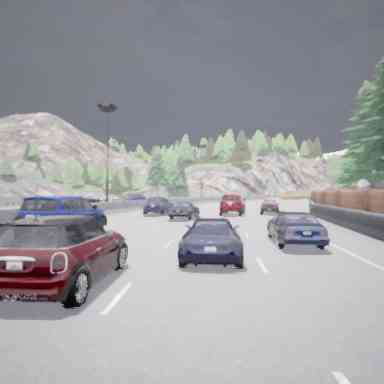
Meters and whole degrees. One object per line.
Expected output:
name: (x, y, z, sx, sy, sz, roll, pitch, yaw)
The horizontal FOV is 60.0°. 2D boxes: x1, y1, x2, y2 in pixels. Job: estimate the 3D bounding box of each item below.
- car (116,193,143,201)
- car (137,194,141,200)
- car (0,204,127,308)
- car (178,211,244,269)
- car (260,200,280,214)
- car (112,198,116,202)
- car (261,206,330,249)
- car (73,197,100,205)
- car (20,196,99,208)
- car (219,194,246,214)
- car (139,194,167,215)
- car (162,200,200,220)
car: (-10.332, 1.131, 58.267, 2.150, 2.045, 5.566, 0, 0, 21)
car: (-6.975, 1.526, 57.252, 1.895, 1.301, 4.718, 0, 0, 21)
car: (-3.054, 1.332, 8.059, 2.097, 1.767, 4.553, 0, 0, 3)
car: (0.674, 1.558, 11.264, 1.994, 1.385, 4.181, 0, 0, 5)
car: (8.209, 1.533, 35.080, 1.812, 1.442, 4.674, 0, 0, 14)
car: (-12.838, 1.248, 61.477, 2.097, 1.767, 4.553, 0, 0, 21)
car: (4.465, 1.555, 14.663, 2.033, 1.411, 5.357, 0, 0, 6)
car: (-18.105, 1.478, 57.343, 1.895, 1.301, 4.718, 0, 0, 20)
car: (-5.942, 1.183, 15.745, 2.150, 2.045, 5.566, 0, 0, 6)
car: (4.063, 1.213, 32.971, 2.150, 2.045, 5.566, 0, 0, 13)
car: (-3.153, 1.313, 32.606, 2.097, 1.767, 4.553, 0, 0, 12)
car: (-0.604, 1.523, 27.936, 2.033, 1.411, 5.357, 0, 0, 11)
